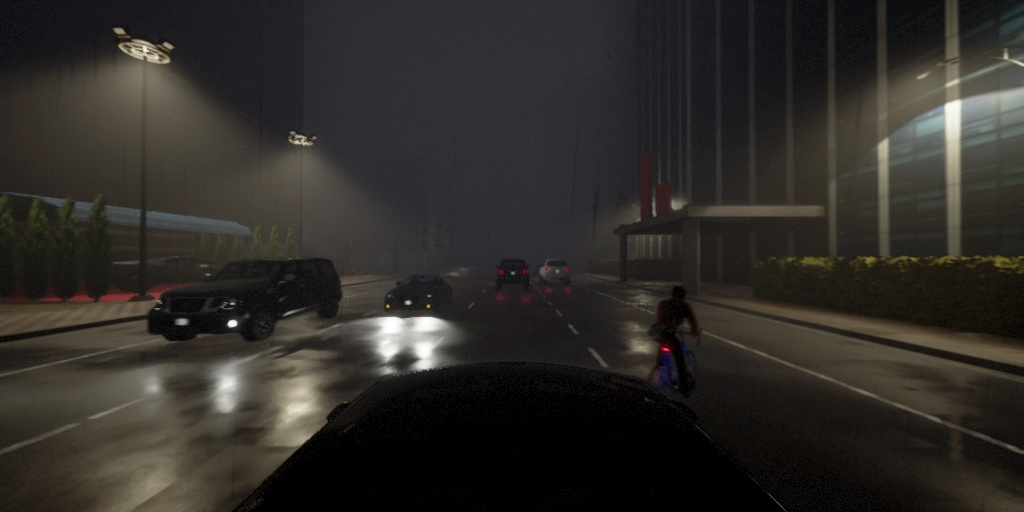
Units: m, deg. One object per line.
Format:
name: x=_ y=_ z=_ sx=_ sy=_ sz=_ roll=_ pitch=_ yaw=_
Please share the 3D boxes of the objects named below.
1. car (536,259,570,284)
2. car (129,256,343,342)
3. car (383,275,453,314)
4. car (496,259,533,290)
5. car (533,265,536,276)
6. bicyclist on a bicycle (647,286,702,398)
car: x=3.549 y=1.275 z=30.562 sx=2.150 sy=2.045 sz=5.566 roll=0 pitch=-1 yaw=0
car: x=-7.088 y=1.061 z=10.477 sx=2.150 sy=2.045 sz=5.566 roll=0 pitch=0 yaw=0
car: x=-3.605 y=1.449 z=14.449 sx=1.994 sy=1.385 sz=4.181 roll=0 pitch=-1 yaw=0
car: x=0.063 y=1.220 z=25.238 sx=2.150 sy=2.045 sz=5.566 roll=0 pitch=-1 yaw=0
car: x=3.509 y=1.727 z=44.531 sx=1.812 sy=1.442 sz=4.674 roll=0 pitch=0 yaw=0
bicyclist on a bicycle: x=2.201 y=1.236 z=4.857 sx=1.656 sy=1.620 sz=0.582 roll=1 pitch=-1 yaw=-44
